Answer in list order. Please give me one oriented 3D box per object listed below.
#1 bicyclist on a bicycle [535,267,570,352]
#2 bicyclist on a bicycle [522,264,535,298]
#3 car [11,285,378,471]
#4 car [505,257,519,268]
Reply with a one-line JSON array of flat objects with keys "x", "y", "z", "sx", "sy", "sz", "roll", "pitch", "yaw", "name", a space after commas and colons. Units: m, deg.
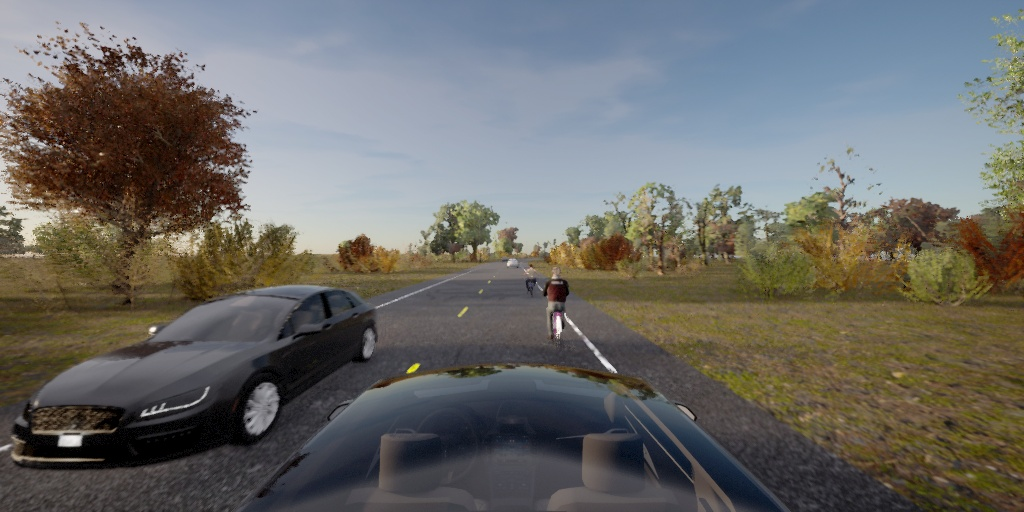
[{"x": 0.967, "y": 1.121, "z": 8.021, "sx": 0.659, "sy": 1.776, "sz": 1.843, "roll": 0, "pitch": 0, "yaw": 0, "name": "bicyclist on a bicycle"}, {"x": 0.946, "y": 1.187, "z": 17.634, "sx": 0.866, "sy": 1.612, "sz": 1.509, "roll": 0, "pitch": 0, "yaw": 0, "name": "bicyclist on a bicycle"}, {"x": -3.600, "y": 1.255, "z": 5.351, "sx": 1.837, "sy": 1.490, "sz": 4.892, "roll": 0, "pitch": 0, "yaw": 0, "name": "car"}, {"x": 0.124, "y": 1.228, "z": 60.365, "sx": 1.812, "sy": 1.442, "sz": 4.674, "roll": 0, "pitch": 0, "yaw": 0, "name": "car"}]
